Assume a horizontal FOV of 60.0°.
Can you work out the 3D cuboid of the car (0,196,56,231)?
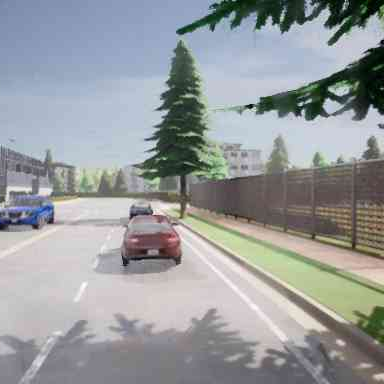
[{"bbox_3d":[-10.312,1.254,21.184,2.150,2.045,5.566,0,0,-10],"label":"car"}]

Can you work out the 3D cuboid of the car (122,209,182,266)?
[{"bbox_3d":[-1.433,1.526,11.577,1.812,1.442,4.674,0,0,-9],"label":"car"}]

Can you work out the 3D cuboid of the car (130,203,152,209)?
[{"bbox_3d":[-4.322,1.605,28.237,1.895,1.301,4.718,0,0,-10],"label":"car"}]
